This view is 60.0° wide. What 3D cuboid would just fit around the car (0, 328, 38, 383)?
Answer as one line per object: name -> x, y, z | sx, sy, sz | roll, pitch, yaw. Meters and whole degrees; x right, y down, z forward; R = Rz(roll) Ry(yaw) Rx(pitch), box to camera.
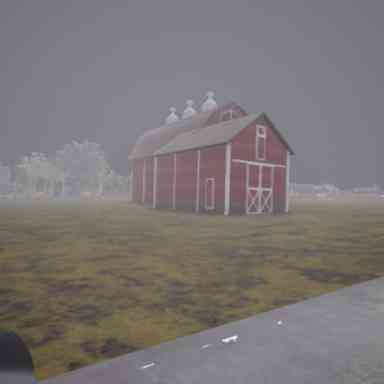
car -> -3.009, 1.485, 0.926 | 4.902, 1.511, 2.128 | 0, 0, -36
